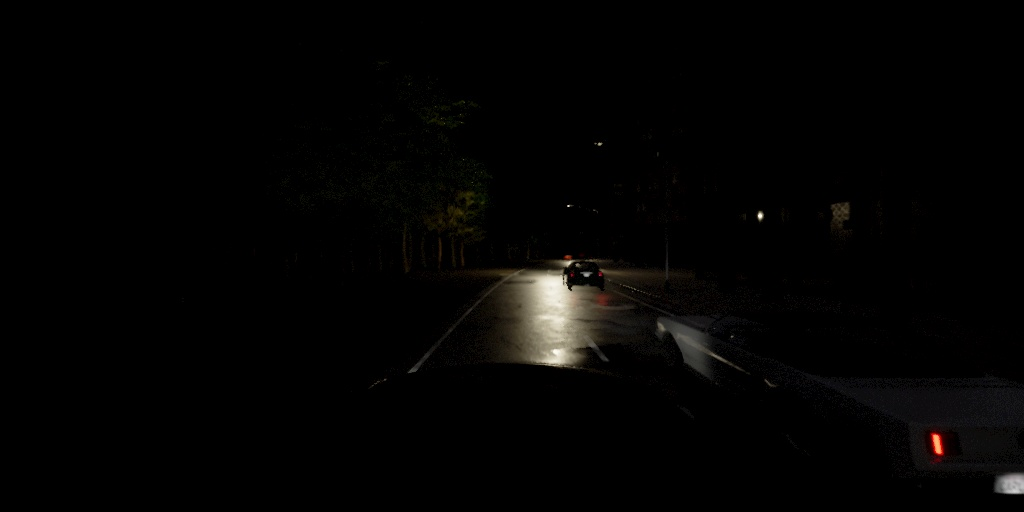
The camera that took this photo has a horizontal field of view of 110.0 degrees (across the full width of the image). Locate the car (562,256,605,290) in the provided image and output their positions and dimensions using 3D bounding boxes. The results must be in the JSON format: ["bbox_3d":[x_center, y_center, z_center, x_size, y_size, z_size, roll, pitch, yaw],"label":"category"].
[{"bbox_3d":[4.323,1.085,22.269,2.097,1.767,4.553,0,0,4],"label":"car"}]

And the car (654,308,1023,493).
[{"bbox_3d":[3.650,1.357,4.805,1.895,1.301,4.718,0,0,1],"label":"car"}]
